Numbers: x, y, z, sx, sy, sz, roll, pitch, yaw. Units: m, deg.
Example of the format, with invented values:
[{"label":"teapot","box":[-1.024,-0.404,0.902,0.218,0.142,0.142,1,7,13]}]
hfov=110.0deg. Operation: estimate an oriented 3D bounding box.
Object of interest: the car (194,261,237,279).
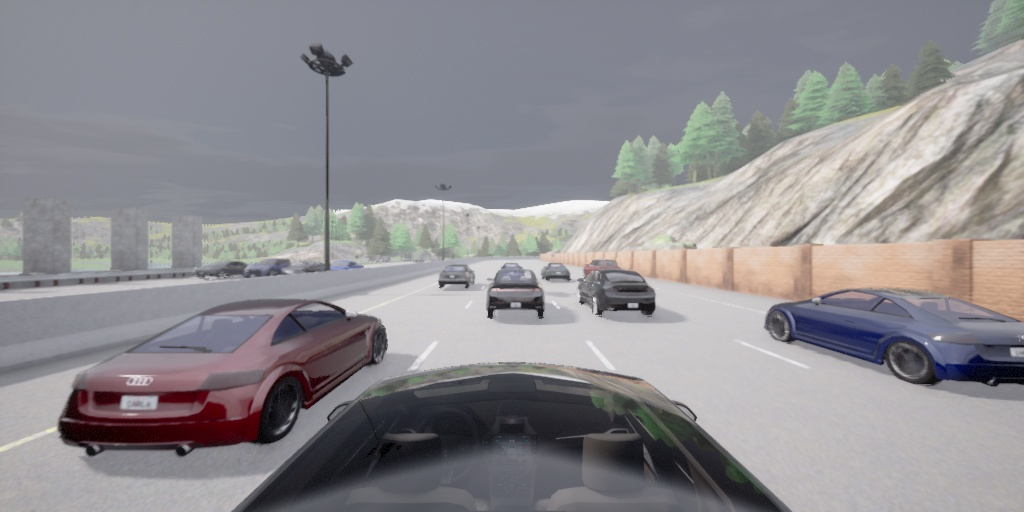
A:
[{"label":"car","box":[-24.786,1.159,31.006,1.837,1.490,4.892,0,0,-1]}]

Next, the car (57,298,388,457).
[{"label":"car","box":[-3.397,1.301,5.278,1.994,1.385,4.181,0,0,0]}]

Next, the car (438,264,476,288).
[{"label":"car","box":[-3.449,1.233,22.978,2.033,1.411,5.357,0,0,-1]}]

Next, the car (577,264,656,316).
[{"label":"car","box":[3.613,1.223,13.104,1.837,1.490,4.892,0,0,0]}]

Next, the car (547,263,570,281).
[{"label":"car","box":[3.443,1.235,28.920,1.994,1.385,4.181,0,0,-1]}]

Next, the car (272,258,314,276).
[{"label":"car","box":[-17.784,1.149,30.896,2.128,1.511,4.902,0,0,-1]}]

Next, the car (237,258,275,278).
[{"label":"car","box":[-21.300,1.003,31.691,2.097,1.767,4.553,0,0,-1]}]

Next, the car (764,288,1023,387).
[{"label":"car","box":[7.105,1.302,6.990,1.994,1.385,4.181,0,0,0]}]

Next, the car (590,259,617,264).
[{"label":"car","box":[6.959,1.027,28.044,2.097,1.767,4.553,0,0,-1]}]

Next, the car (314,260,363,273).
[{"label":"car","box":[-14.272,1.137,30.297,1.882,1.535,5.008,0,0,-1]}]

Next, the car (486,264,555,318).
[{"label":"car","box":[0.112,1.209,12.851,2.128,1.511,4.902,0,0,0]}]
